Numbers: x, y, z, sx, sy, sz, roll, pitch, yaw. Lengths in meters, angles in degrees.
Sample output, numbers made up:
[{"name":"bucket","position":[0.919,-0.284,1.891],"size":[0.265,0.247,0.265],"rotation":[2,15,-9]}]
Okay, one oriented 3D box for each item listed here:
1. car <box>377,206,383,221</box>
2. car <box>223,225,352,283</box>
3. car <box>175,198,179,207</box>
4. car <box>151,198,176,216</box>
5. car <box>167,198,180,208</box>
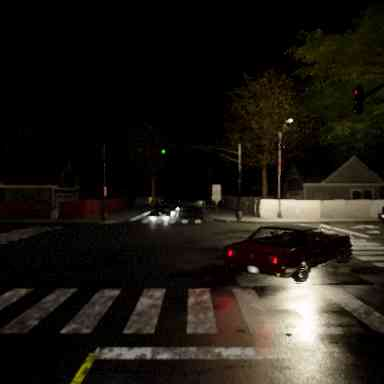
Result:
[{"name":"car","position":[15.191,1.209,21.637],"size":[5.566,2.045,2.150],"rotation":[0,0,0]},{"name":"car","position":[3.067,1.622,9.881],"size":[1.895,1.301,4.718],"rotation":[-1,0,44]},{"name":"car","position":[-3.127,1.702,44.952],"size":[2.128,1.511,4.902],"rotation":[0,0,0]},{"name":"car","position":[-3.118,1.708,34.989],"size":[2.033,1.411,5.357],"rotation":[0,0,0]},{"name":"car","position":[-3.079,1.770,55.314],"size":[1.837,1.490,4.892],"rotation":[0,0,0]}]
